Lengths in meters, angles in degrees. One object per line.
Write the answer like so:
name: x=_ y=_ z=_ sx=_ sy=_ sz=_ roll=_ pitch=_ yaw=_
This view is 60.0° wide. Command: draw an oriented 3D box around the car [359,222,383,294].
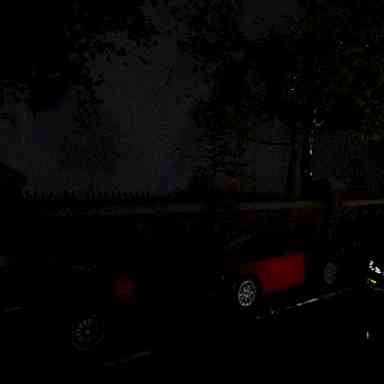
car: x=5.906 y=1.505 z=7.612 sx=4.892 sy=1.490 sz=1.837 roll=0 pitch=0 yaw=-36

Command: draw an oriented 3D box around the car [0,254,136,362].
car: x=-2.830 y=1.582 z=4.542 sx=4.206 sy=1.307 sz=1.802 roll=0 pitch=0 yaw=-36

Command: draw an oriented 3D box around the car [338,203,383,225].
car: x=6.325 y=1.316 z=11.102 sx=5.009 sy=1.841 sz=2.192 roll=0 pitch=0 yaw=-36

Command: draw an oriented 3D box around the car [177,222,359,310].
car: x=1.747 y=1.545 z=7.822 sx=4.507 sy=1.381 sz=1.887 roll=0 pitch=0 yaw=-36
